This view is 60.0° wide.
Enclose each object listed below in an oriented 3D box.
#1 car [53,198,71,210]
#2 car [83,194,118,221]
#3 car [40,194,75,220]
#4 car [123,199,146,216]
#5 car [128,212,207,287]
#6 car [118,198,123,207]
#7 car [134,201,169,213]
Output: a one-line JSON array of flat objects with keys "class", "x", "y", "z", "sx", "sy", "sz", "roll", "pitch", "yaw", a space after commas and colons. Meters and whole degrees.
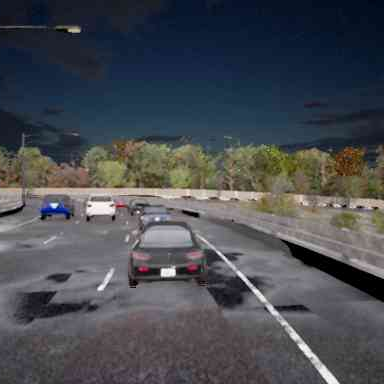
[{"class": "car", "x": -16.956, "y": 1.499, "z": 43.376, "sx": 1.895, "sy": 1.301, "sz": 4.718, "roll": 0, "pitch": 0, "yaw": -24}, {"class": "car", "x": -7.274, "y": 1.157, "z": 26.846, "sx": 2.150, "sy": 2.045, "sz": 5.566, "roll": 0, "pitch": 0, "yaw": -14}, {"class": "car", "x": -11.103, "y": 1.158, "z": 27.745, "sx": 2.150, "sy": 2.045, "sz": 5.566, "roll": 0, "pitch": 0, "yaw": -15}, {"class": "car", "x": -5.220, "y": 1.425, "z": 32.227, "sx": 1.837, "sy": 1.490, "sz": 4.892, "roll": 0, "pitch": 0, "yaw": -17}, {"class": "car", "x": -0.699, "y": 1.502, "z": 9.193, "sx": 1.812, "sy": 1.442, "sz": 4.674, "roll": 0, "pitch": 0, "yaw": -5}, {"class": "car", "x": -9.928, "y": 1.453, "z": 44.822, "sx": 1.994, "sy": 1.385, "sz": 4.181, "roll": 0, "pitch": 0, "yaw": -23}, {"class": "car", "x": -2.294, "y": 1.496, "z": 20.281, "sx": 2.033, "sy": 1.411, "sz": 5.357, "roll": 0, "pitch": 0, "yaw": -11}]
